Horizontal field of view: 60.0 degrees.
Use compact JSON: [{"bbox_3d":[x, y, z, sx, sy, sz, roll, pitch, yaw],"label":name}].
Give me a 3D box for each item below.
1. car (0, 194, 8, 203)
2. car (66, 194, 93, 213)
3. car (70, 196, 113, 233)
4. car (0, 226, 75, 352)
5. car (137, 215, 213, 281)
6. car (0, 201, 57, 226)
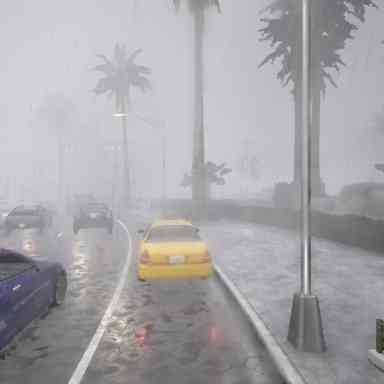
[{"bbox_3d":[-22.122,1.204,37.092,2.150,2.045,5.566,0,0,-40],"label":"car"},{"bbox_3d":[-11.378,1.214,33.991,2.150,2.045,5.566,0,0,-29],"label":"car"},{"bbox_3d":[-5.877,1.347,19.989,2.097,1.767,4.553,0,0,-15],"label":"car"},{"bbox_3d":[-3.347,1.523,4.871,1.812,1.442,4.674,0,0,-4],"label":"car"},{"bbox_3d":[-0.649,1.456,9.853,1.801,1.575,5.366,0,0,-7],"label":"car"},{"bbox_3d":[-9.317,1.484,19.350,2.128,1.511,4.902,0,0,-15],"label":"car"}]
